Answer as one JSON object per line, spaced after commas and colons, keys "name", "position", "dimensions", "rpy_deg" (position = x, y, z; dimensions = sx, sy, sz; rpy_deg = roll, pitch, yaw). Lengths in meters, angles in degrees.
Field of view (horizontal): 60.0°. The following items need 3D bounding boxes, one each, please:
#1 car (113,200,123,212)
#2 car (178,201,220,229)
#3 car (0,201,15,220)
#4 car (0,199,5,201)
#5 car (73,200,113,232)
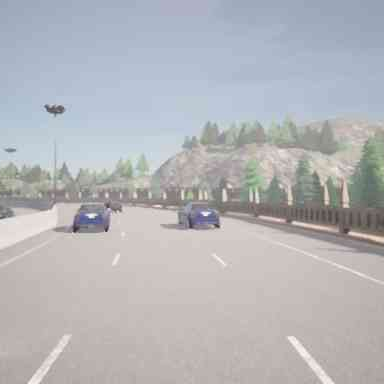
{"name": "car", "position": [-10.186, 1.812, 42.436], "dimensions": [2.128, 1.511, 4.902], "rpy_deg": [0, 0, -25]}
{"name": "car", "position": [0.368, 1.498, 23.292], "dimensions": [2.097, 1.767, 4.553], "rpy_deg": [0, 0, -13]}
{"name": "car", "position": [-14.861, 1.713, 25.289], "dimensions": [1.837, 1.490, 4.892], "rpy_deg": [0, -1, -17]}
{"name": "car", "position": [-35.043, 2.077, 60.598], "dimensions": [1.882, 1.535, 5.008], "rpy_deg": [0, 0, -43]}
{"name": "car", "position": [-6.423, 1.504, 21.644], "dimensions": [2.097, 1.767, 4.553], "rpy_deg": [0, 0, -13]}
